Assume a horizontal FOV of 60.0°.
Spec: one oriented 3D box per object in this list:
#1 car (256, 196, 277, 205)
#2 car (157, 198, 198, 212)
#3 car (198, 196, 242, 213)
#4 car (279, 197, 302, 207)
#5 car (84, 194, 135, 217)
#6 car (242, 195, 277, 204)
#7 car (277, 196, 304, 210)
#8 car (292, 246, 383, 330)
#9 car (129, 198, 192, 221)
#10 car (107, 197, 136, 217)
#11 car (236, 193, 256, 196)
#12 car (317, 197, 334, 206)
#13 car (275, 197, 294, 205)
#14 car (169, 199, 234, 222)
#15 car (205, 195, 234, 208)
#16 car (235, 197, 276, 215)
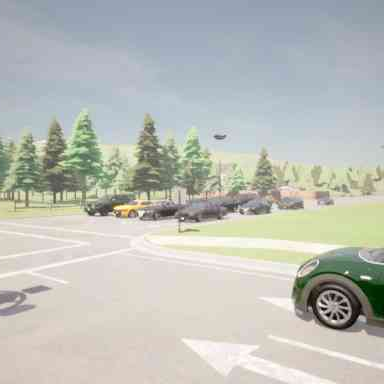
[{"bbox_3d":[13.794,1.492,61.548,1.882,1.535,5.008,0,0,36],"label":"car"},{"bbox_3d":[-1.706,1.547,40.585,2.033,1.411,5.357,0,0,36],"label":"car"},{"bbox_3d":[3.057,1.477,35.245,1.882,1.535,5.008,0,0,36],"label":"car"},{"bbox_3d":[15.477,1.525,52.112,1.812,1.442,4.674,0,0,37],"label":"car"},{"bbox_3d":[-7.726,1.221,32.379,2.150,2.045,5.566,0,0,36],"label":"car"},{"bbox_3d":[8.639,1.491,42.848,2.128,1.511,4.902,0,0,36],"label":"car"},{"bbox_3d":[12.559,1.351,42.268,2.097,1.767,4.553,0,0,36],"label":"car"},{"bbox_3d":[4.032,1.352,5.414,4.553,1.767,2.097,0,0,35],"label":"car"},{"bbox_3d":[-2.504,1.491,27.666,2.128,1.511,4.902,0,0,36],"label":"car"},{"bbox_3d":[-4.893,1.477,30.324,1.882,1.535,5.008,0,0,36],"label":"car"},{"bbox_3d":[7.347,1.219,47.002,2.150,2.045,5.566,0,0,36],"label":"car"},{"bbox_3d":[22.267,1.540,55.347,1.812,1.442,4.674,0,0,36],"label":"car"},{"bbox_3d":[16.626,1.607,59.491,1.994,1.385,4.181,0,0,36],"label":"car"},{"bbox_3d":[0.884,1.547,26.366,2.033,1.411,5.357,0,0,36],"label":"car"},{"bbox_3d":[4.065,1.351,48.440,2.097,1.767,4.553,0,0,36],"label":"car"},{"bbox_3d":[6.564,1.525,34.090,1.812,1.442,4.674,0,0,36],"label":"car"}]
